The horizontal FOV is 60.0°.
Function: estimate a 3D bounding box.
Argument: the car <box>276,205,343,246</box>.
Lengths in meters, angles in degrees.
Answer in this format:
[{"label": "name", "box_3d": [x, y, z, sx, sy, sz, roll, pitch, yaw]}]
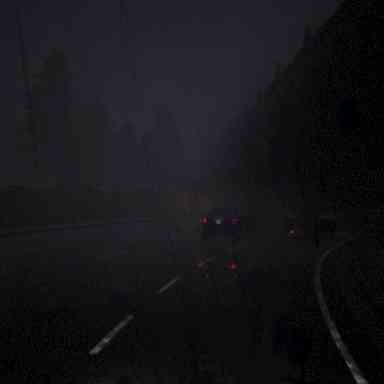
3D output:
[{"label": "car", "box_3d": [5.726, 1.596, 16.285, 1.882, 1.535, 5.008, 0, -1, 35]}]

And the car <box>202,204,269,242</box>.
[{"label": "car", "box_3d": [2.404, 1.458, 17.456, 2.097, 1.767, 4.553, 0, 0, 33]}]

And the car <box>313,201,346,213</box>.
[{"label": "car", "box_3d": [14.133, 1.758, 35.513, 4.902, 1.511, 2.128, 0, 0, -21]}]

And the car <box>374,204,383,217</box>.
[{"label": "car", "box_3d": [21.442, 1.902, 34.219, 4.718, 1.301, 1.895, 0, 0, -11]}]

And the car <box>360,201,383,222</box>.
[{"label": "car", "box_3d": [16.933, 1.600, 28.953, 4.553, 1.767, 2.097, 0, 0, -24]}]
